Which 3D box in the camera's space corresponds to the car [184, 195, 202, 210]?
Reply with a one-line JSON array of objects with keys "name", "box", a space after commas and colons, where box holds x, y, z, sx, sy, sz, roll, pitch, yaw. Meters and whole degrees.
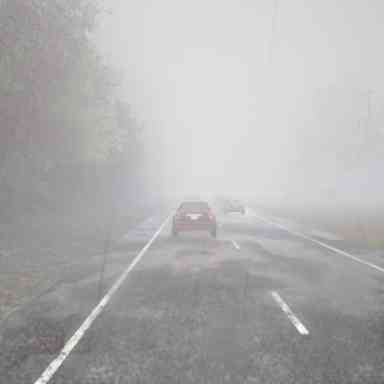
[{"name": "car", "box": [0.110, 1.110, 37.770, 1.837, 1.490, 4.892, 0, 1, 0]}]

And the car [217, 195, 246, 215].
[{"name": "car", "box": [3.507, 1.237, 29.326, 2.033, 1.411, 5.357, 0, 1, 0]}]

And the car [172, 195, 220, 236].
[{"name": "car", "box": [0.106, 1.171, 17.347, 2.097, 1.767, 4.553, 0, 1, 0]}]

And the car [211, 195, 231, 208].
[{"name": "car", "box": [3.521, 1.111, 41.156, 2.033, 1.411, 5.357, 0, 1, 0]}]
